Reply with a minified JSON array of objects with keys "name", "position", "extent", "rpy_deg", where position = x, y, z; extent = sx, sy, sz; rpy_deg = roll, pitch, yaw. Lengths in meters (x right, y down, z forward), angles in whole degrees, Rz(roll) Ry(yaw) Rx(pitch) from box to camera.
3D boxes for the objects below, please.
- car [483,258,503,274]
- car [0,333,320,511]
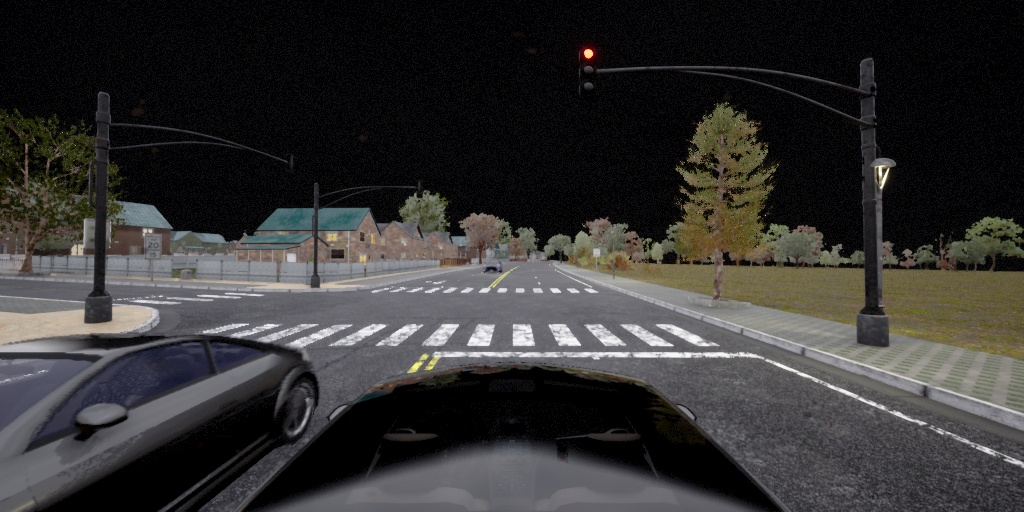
[{"name":"car","position":[-2.231,1.147,42.977],"extent":[2.097,1.767,4.553],"rpy_deg":[0,0,3]},{"name":"car","position":[-3.237,1.315,2.477],"extent":[1.994,1.385,4.181],"rpy_deg":[0,0,0]}]
